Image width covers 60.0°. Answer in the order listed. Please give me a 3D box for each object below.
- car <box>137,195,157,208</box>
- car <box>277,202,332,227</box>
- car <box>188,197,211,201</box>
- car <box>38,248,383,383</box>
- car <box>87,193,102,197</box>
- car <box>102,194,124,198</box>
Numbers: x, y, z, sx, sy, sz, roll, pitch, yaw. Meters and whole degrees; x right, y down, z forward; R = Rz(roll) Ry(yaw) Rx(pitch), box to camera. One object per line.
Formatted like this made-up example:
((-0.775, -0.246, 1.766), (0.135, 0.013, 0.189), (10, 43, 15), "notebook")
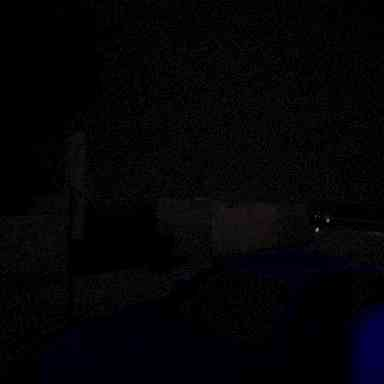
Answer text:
((-5.250, 1.132, 38.417), (1.882, 1.535, 5.008), (1, 0, -36), "car")
((6.697, 1.414, 21.870), (2.128, 1.511, 4.902), (1, 0, -36), "car")
((0.833, 1.269, 29.979), (1.882, 1.535, 5.008), (1, 0, -36), "car")
((0.941, 1.493, 3.823), (5.008, 1.535, 1.882), (0, 0, -36), "car")
((-17.927, 0.891, 60.951), (2.033, 1.411, 5.357), (1, 0, -36), "car")
((-12.182, 1.004, 53.006), (1.812, 1.442, 4.674), (1, 0, -36), "car")
